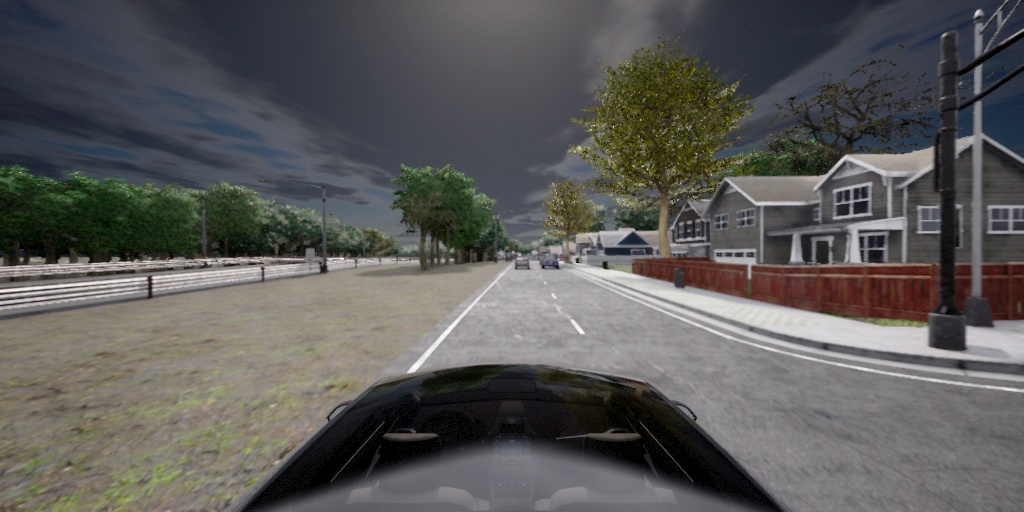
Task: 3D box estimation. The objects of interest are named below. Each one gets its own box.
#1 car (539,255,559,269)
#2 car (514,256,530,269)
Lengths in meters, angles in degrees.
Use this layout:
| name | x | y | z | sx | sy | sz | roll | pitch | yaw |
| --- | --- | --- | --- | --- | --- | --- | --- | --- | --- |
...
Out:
| name | x | y | z | sx | sy | sz | roll | pitch | yaw |
| --- | --- | --- | --- | --- | --- | --- | --- | --- | --- |
| car | 4.801 | 0.687 | 45.759 | 2.097 | 1.767 | 4.553 | 0 | 1 | 2 |
| car | 1.290 | 0.826 | 45.502 | 2.128 | 1.511 | 4.902 | 0 | 1 | 2 |
